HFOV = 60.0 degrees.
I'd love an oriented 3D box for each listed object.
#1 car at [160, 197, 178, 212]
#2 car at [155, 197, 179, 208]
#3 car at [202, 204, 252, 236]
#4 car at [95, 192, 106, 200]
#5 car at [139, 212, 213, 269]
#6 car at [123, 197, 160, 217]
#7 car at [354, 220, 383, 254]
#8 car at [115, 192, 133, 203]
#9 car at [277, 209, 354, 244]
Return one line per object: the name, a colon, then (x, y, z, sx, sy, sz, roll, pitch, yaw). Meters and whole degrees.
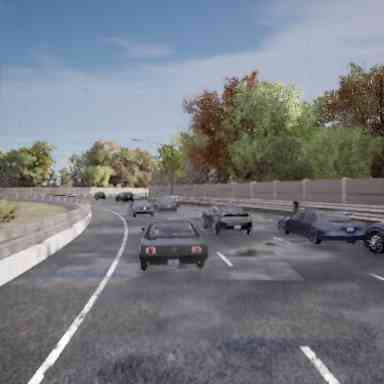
car: (-3.055, 1.426, 35.900, 1.994, 1.385, 4.181, 0, 0, -19)
car: (-3.455, 1.390, 45.916, 1.994, 1.385, 4.181, 0, 0, -25)
car: (1.746, 1.419, 17.953, 2.128, 1.511, 4.902, 0, 0, -9)
car: (-22.135, 0.932, 80.449, 2.150, 2.045, 5.566, 0, 0, -20)
car: (-0.727, 1.558, 11.005, 1.895, 1.301, 4.718, 0, 0, -6)
car: (-4.679, 1.434, 30.031, 2.033, 1.411, 5.357, 0, 0, -18)
car: (7.884, 1.301, 10.673, 2.097, 1.767, 4.553, 0, 0, -18)
car: (-12.957, 0.985, 63.565, 2.150, 2.045, 5.566, 0, 0, -30)
car: (5.756, 1.481, 15.367, 2.033, 1.411, 5.357, 0, 0, -9)
